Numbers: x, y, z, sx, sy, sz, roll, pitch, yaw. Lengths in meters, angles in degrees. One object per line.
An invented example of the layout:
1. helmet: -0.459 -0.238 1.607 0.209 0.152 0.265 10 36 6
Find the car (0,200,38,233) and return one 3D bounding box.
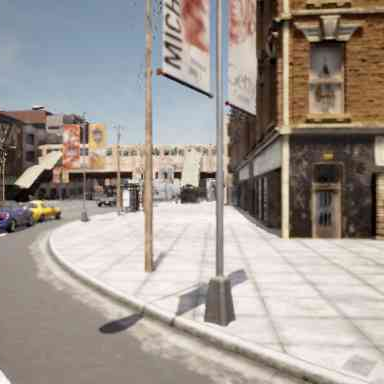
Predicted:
1. car: -10.794 1.267 19.157 2.097 1.767 4.553 0 0 -10

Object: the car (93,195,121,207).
1. car: -11.344 1.402 45.968 1.895 1.301 4.718 0 0 9

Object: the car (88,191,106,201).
1. car: -19.552 1.010 70.452 2.097 1.767 4.553 0 0 4

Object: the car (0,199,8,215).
1. car: -19.015 1.431 30.398 1.994 1.385 4.181 0 0 3

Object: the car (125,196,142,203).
1. car: -10.103 1.103 57.719 2.097 1.767 4.553 0 0 4

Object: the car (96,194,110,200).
1. car: -21.831 1.242 81.736 1.895 1.301 4.718 0 0 4

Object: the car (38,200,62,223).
1. car: -11.245 1.350 24.310 1.801 1.575 5.366 0 0 0

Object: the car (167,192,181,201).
1. car: -4.325 1.086 91.712 2.231 1.521 4.892 0 0 14

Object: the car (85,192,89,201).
1. car: -22.326 0.907 74.354 2.435 2.045 5.566 0 0 4
